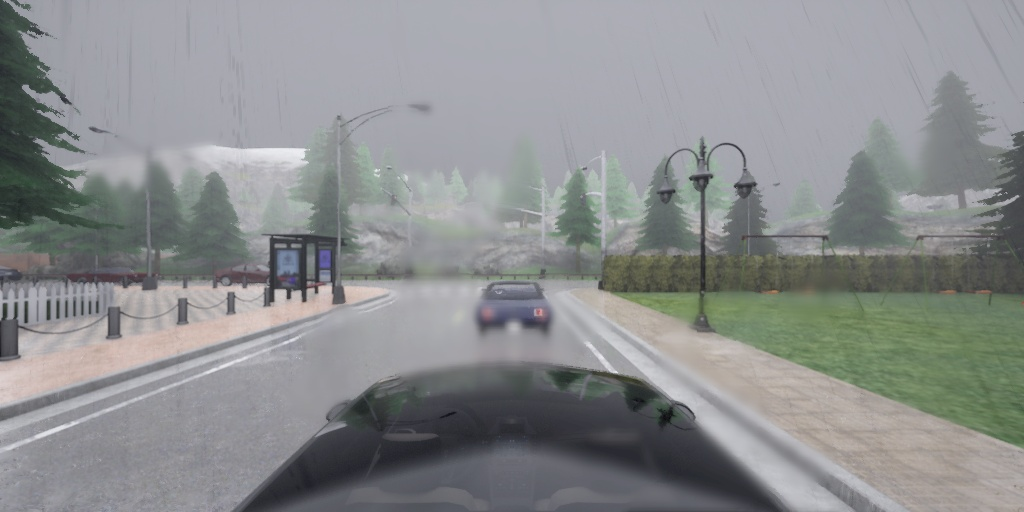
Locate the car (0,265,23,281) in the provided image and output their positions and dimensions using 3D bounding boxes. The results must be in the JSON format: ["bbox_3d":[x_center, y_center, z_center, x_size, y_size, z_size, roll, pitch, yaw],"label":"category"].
[{"bbox_3d":[-42.389,1.391,28.785,4.181,1.385,1.994,0,0,0],"label":"car"}]

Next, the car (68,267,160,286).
[{"bbox_3d":[-27.665,1.420,25.078,4.718,1.301,1.895,0,0,1],"label":"car"}]

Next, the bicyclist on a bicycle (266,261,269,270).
[{"bbox_3d":[-21.644,1.288,32.120,0.582,1.620,1.656,0,0,0],"label":"bicyclist on a bicycle"}]

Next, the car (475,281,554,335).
[{"bbox_3d":[0.072,1.371,10.613,1.895,1.301,4.718,0,0,0],"label":"car"}]

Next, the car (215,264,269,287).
[{"bbox_3d":[-17.779,1.296,24.995,5.008,1.535,1.882,0,0,0],"label":"car"}]
